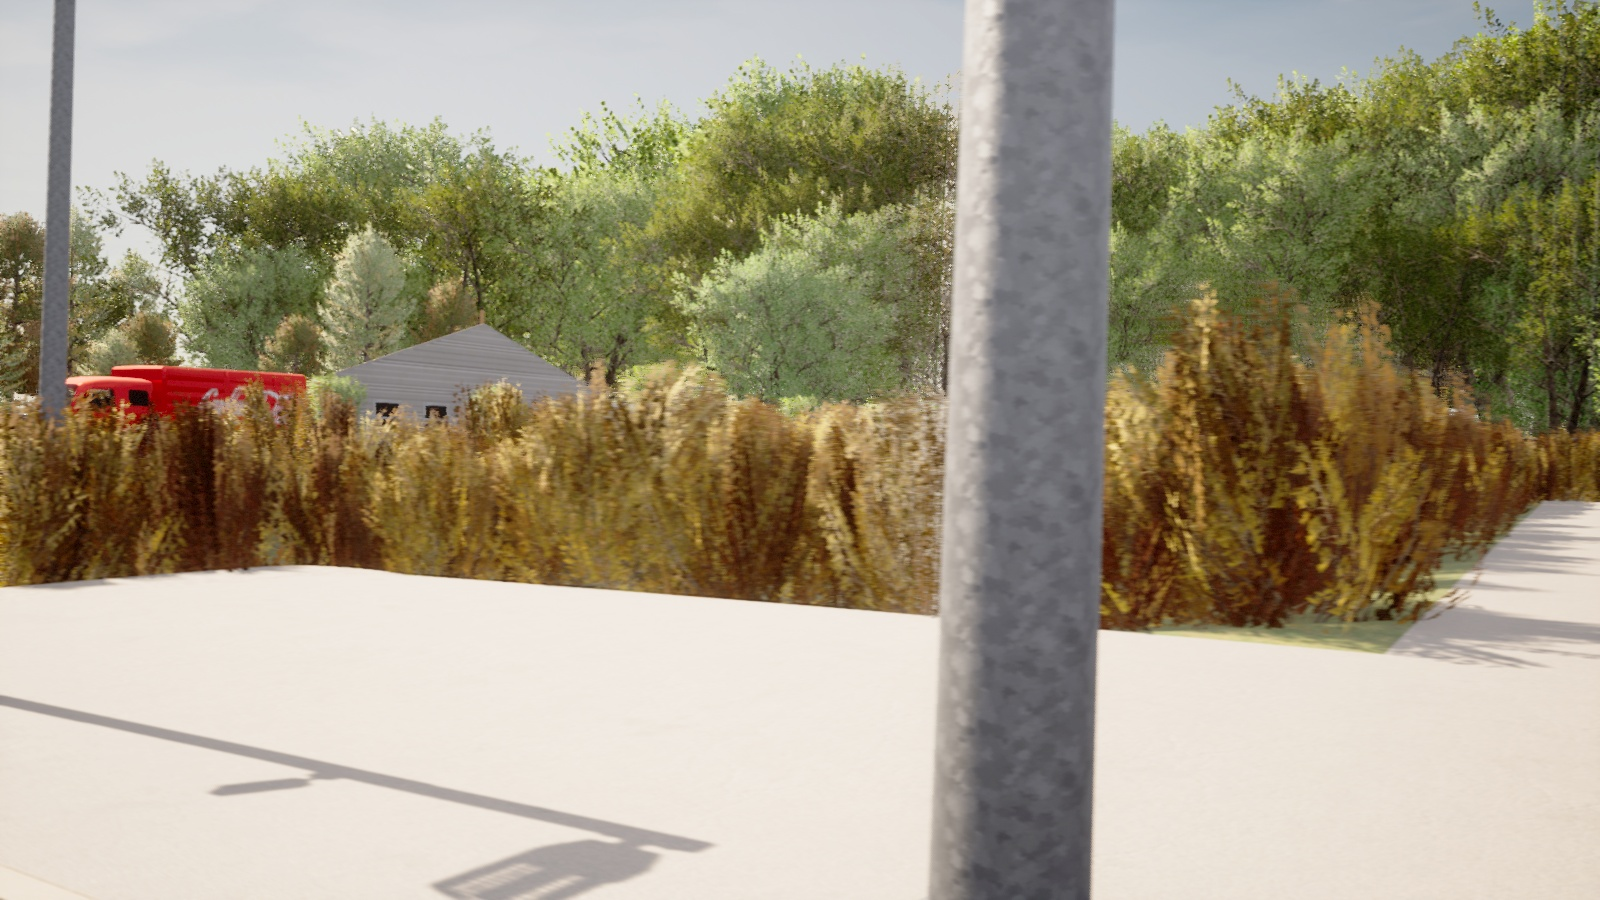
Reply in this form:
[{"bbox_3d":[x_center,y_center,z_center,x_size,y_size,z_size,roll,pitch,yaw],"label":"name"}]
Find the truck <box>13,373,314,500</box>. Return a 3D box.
[{"bbox_3d":[-13.650,-0.318,27.286,2.627,2.467,5.204,1,1,34],"label":"truck"}]
